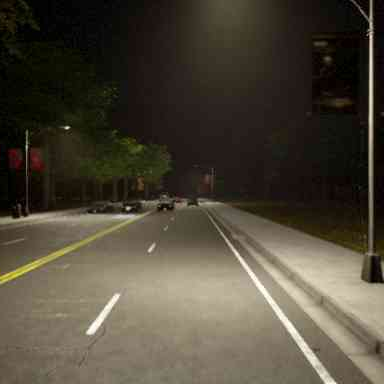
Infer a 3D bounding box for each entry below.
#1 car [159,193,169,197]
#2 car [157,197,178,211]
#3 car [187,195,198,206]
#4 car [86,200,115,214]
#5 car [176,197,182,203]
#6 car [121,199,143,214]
[{"bbox_3d":[-6.488,1.180,78.031,2.150,2.045,5.566,0,0,0],"label":"car"},{"bbox_3d":[-3.143,1.666,41.037,1.895,1.301,4.718,0,0,0],"label":"car"},{"bbox_3d":[0.108,1.661,57.301,2.033,1.411,5.357,0,0,0],"label":"car"},{"bbox_3d":[-9.838,1.601,36.308,2.033,1.411,5.357,0,0,0],"label":"car"},{"bbox_3d":[-3.239,1.732,72.233,1.994,1.385,4.181,0,0,0],"label":"car"},{"bbox_3d":[-6.583,1.548,36.833,2.128,1.511,4.902,0,0,0],"label":"car"}]
